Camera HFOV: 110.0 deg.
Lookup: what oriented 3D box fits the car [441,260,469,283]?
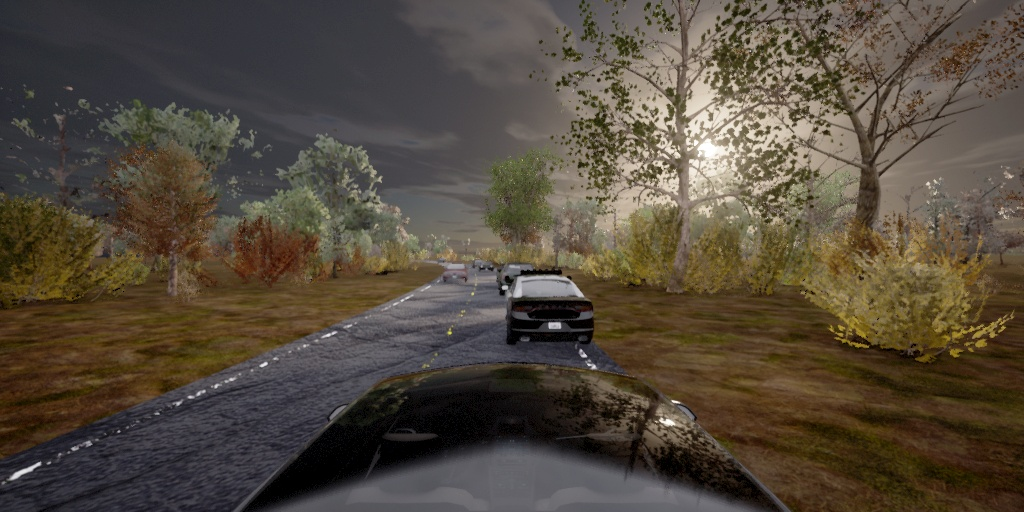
[{"bbox_3d":[-4.393,1.265,28.324,1.812,1.442,4.674,0,0,-6],"label":"car"}]

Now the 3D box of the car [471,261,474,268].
[{"bbox_3d":[-5.593,1.272,58.802,2.033,1.411,5.357,0,0,-11],"label":"car"}]

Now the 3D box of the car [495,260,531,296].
[{"bbox_3d":[0.291,1.094,19.598,2.097,1.767,4.553,0,0,-4],"label":"car"}]

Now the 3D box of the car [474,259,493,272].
[{"bbox_3d":[-3.496,1.331,46.563,1.895,1.301,4.718,0,0,-9],"label":"car"}]

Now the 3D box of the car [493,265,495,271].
[{"bbox_3d":[-0.155,1.245,25.658,1.837,1.490,4.892,0,0,-5],"label":"car"}]

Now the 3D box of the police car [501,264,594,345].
[{"bbox_3d":[0.765,1.172,9.670,1.930,1.638,5.238,0,0,-2],"label":"police car"}]
